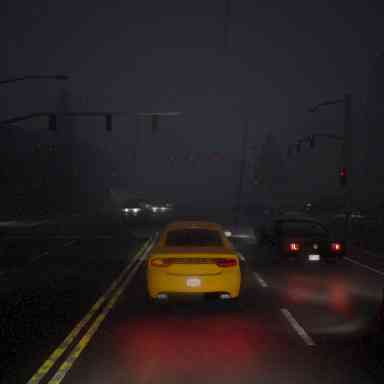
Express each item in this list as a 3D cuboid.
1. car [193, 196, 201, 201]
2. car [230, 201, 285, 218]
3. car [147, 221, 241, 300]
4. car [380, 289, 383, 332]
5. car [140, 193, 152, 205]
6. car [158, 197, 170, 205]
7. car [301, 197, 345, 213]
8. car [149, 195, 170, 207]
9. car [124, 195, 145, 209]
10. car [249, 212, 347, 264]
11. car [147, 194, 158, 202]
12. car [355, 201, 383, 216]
[{"bbox_3d":[1.303,1.595,88.213,1.895,1.301,4.718,0,0,-1],"label":"car"},{"bbox_3d":[5.641,1.526,28.800,4.674,1.442,1.812,0,1,16],"label":"car"},{"bbox_3d":[0.034,1.478,8.477,1.882,1.535,5.008,0,0,0],"label":"car"},{"bbox_3d":[3.597,1.478,2.711,1.882,1.535,5.008,0,0,0],"label":"car"},{"bbox_3d":[-8.532,1.213,59.954,2.150,2.045,5.566,0,1,-1],"label":"car"},{"bbox_3d":[-5.033,1.563,59.943,1.994,1.385,4.181,0,0,-1],"label":"car"},{"bbox_3d":[14.082,1.352,35.565,4.553,1.767,2.097,0,0,-2],"label":"car"},{"bbox_3d":[-4.794,1.564,49.748,1.994,1.385,4.181,0,0,-2],"label":"car"},{"bbox_3d":[-8.209,1.564,46.436,1.994,1.385,4.181,0,0,-1],"label":"car"},{"bbox_3d":[3.502,1.601,11.801,1.895,1.301,4.718,0,0,-1],"label":"car"},{"bbox_3d":[-8.847,1.353,74.593,2.097,1.767,4.553,0,0,-1],"label":"car"},{"bbox_3d":[18.772,1.547,32.200,5.357,1.411,2.033,0,0,-2],"label":"car"}]
